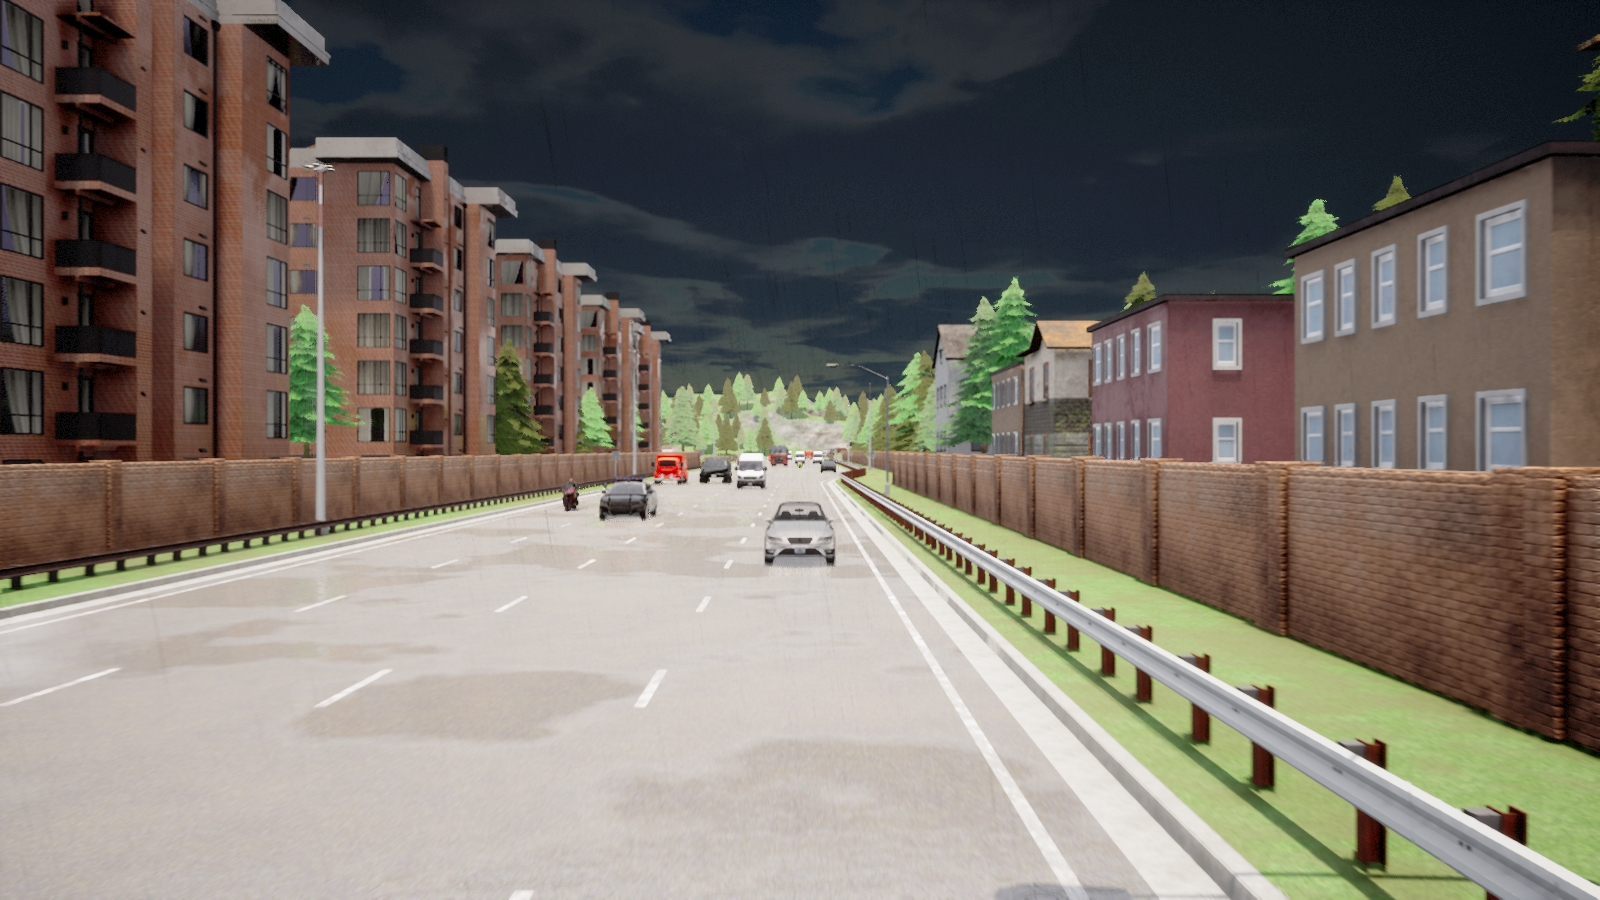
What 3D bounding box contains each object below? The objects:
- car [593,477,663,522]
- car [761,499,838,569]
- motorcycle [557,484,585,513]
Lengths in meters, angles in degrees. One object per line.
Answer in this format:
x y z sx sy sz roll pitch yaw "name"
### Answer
-7.003 1.987 47.098 2.097 1.638 5.238 0 0 0 "car"
-0.004 2.068 29.128 1.816 1.474 4.193 0 0 0 "car"
-10.505 2.210 52.490 0.867 1.251 2.209 0 0 0 "motorcycle"
